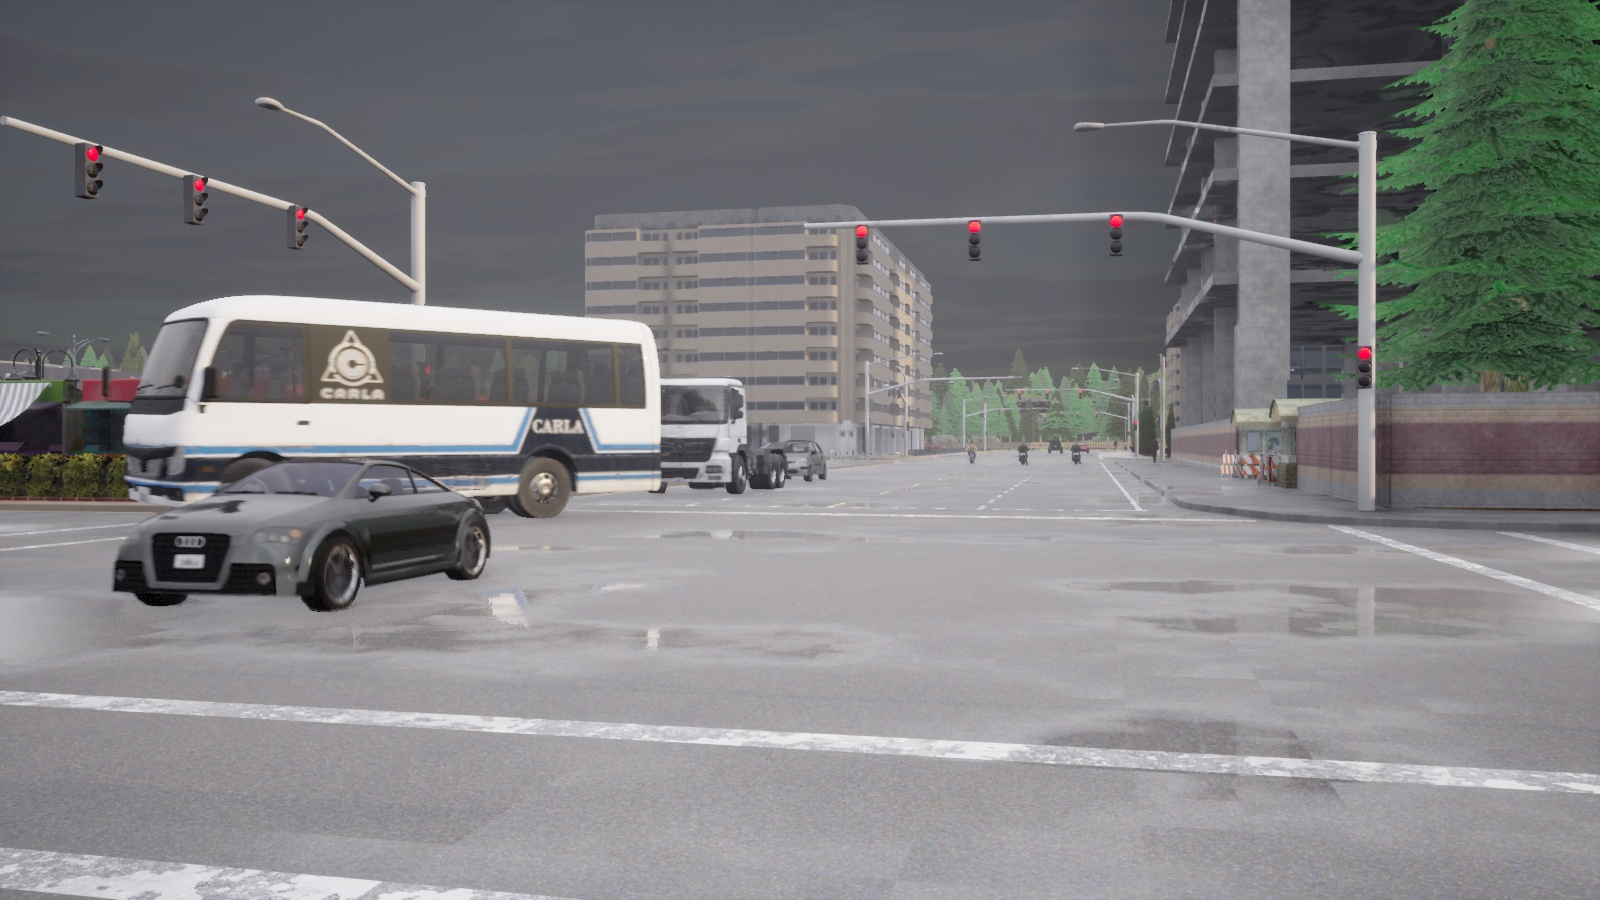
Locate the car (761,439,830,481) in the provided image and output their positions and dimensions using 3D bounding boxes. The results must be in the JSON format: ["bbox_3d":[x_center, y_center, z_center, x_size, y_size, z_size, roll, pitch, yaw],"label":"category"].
[{"bbox_3d":[-0.132,0.365,49.484,1.851,1.617,3.988,0,0,13],"label":"car"}]

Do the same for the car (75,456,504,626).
[{"bbox_3d":[-4.867,0.770,12.742,1.994,1.385,4.181,0,0,13],"label":"car"}]

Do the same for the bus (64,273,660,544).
[{"bbox_3d":[-8.144,-0.732,24.630,10.273,4.253,3.944,-1,2,-41],"label":"bus"}]

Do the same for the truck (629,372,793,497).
[{"bbox_3d":[-2.530,-0.456,38.891,2.891,3.462,7.936,0,0,13],"label":"truck"}]
